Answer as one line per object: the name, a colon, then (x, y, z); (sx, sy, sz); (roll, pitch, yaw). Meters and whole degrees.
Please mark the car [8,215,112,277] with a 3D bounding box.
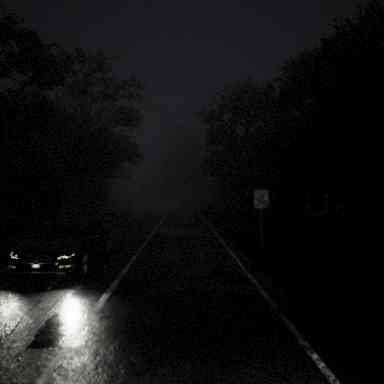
car: (-3.813, 1.529, 10.419); (1.837, 1.490, 4.892); (0, 0, -2)
